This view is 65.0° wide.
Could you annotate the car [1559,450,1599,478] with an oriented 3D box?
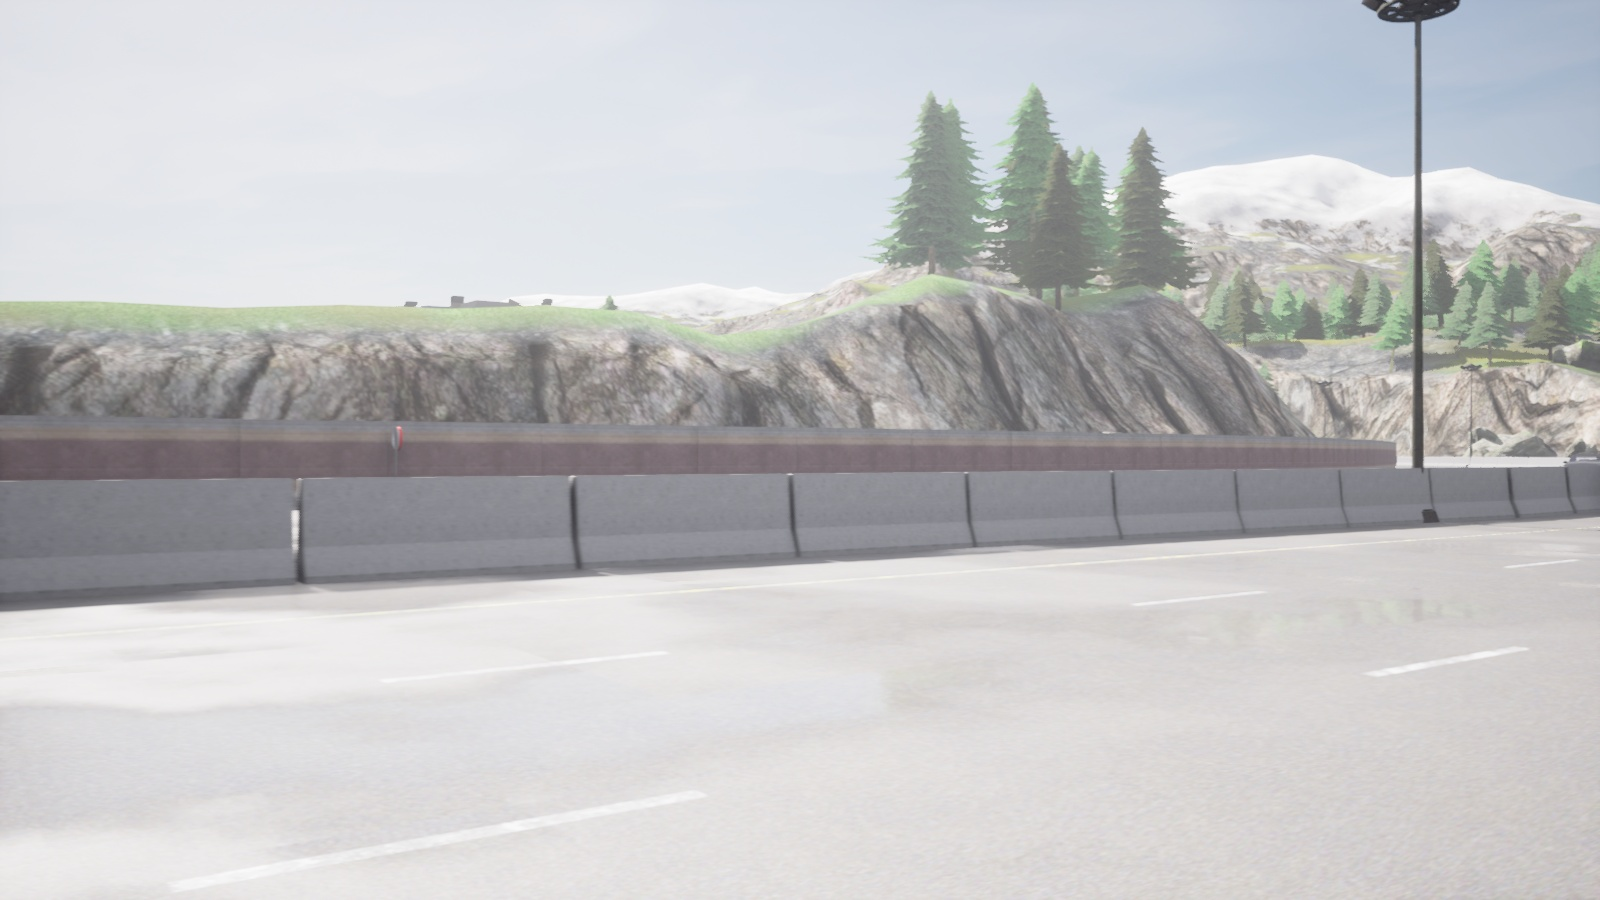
[{"bbox_3d":[43.973,0.744,70.406,2.128,1.511,4.902,0,0,35],"label":"car"}]
